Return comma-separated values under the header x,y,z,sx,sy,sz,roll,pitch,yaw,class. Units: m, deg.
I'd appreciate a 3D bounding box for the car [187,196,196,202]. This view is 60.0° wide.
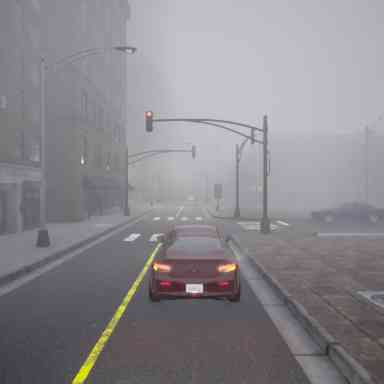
x,y,z,sx,sy,sz,roll,pitch,yaw,class
-0.150,1.568,76.115,1.812,1.442,4.674,0,0,0,car

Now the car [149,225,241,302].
x,y,z,sx,sy,sz,roll,pitch,yaw,class
0.074,1.526,8.139,1.812,1.442,4.674,0,0,1,car

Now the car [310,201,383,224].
x,y,z,sx,sy,sz,roll,pitch,yaw,class
11.078,1.432,23.851,5.008,1.535,1.882,0,0,0,car
